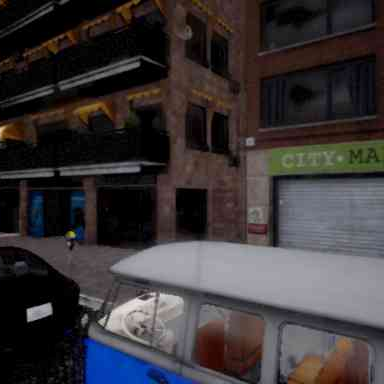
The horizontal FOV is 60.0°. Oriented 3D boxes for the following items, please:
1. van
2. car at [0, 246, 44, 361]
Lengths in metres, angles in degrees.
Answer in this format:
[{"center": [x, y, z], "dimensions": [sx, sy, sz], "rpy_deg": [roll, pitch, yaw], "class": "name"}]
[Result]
[{"center": [0.956, 1.342, 2.192], "dimensions": [3.998, 1.788, 1.690], "rpy_deg": [0, 0, 36], "class": "van"}, {"center": [-3.642, 1.580, 5.473], "dimensions": [4.313, 1.339, 1.947], "rpy_deg": [0, 0, 36], "class": "car"}]
